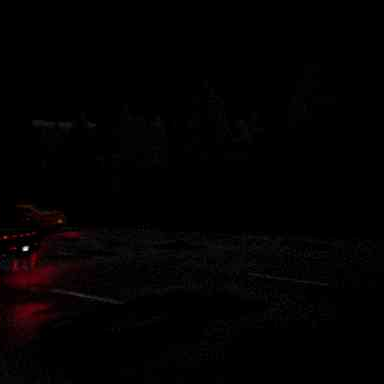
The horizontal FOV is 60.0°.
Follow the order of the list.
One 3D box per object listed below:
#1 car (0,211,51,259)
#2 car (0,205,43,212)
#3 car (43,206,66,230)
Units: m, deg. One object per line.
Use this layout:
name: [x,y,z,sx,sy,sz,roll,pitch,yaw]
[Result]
car: [-7.442,1.515,11.135,4.892,1.490,1.837,0,0,19]
car: [-10.013,1.505,15.824,4.902,1.511,2.128,0,0,16]
car: [-9.826,1.487,19.379,5.008,1.535,1.882,0,0,15]
